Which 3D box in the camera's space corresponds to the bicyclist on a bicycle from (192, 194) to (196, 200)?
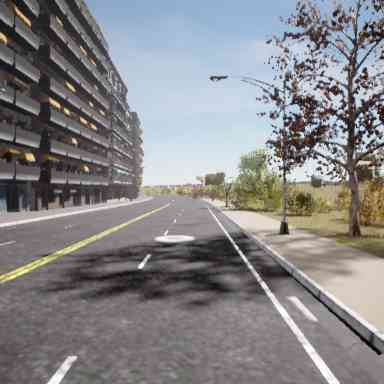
[{"bbox_3d":[0.900,1.412,90.593,0.659,1.776,1.843,2,1,-3],"label":"bicyclist on a bicycle"}]
